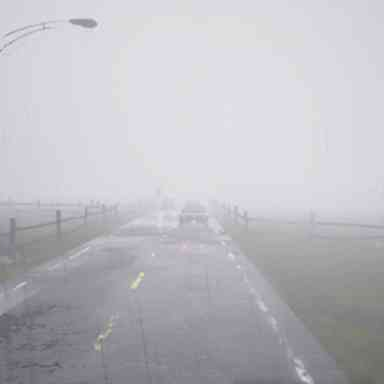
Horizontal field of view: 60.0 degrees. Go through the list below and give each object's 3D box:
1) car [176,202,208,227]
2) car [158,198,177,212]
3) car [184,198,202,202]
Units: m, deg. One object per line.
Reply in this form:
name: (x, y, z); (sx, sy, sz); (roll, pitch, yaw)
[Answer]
car: (0.104, 1.593, 22.862); (1.895, 1.301, 4.718); (0, 0, 0)
car: (-2.824, 1.499, 39.637); (1.837, 1.490, 4.892); (0, 0, 0)
car: (0.112, 1.472, 38.696); (1.882, 1.535, 5.008); (0, -1, 0)
